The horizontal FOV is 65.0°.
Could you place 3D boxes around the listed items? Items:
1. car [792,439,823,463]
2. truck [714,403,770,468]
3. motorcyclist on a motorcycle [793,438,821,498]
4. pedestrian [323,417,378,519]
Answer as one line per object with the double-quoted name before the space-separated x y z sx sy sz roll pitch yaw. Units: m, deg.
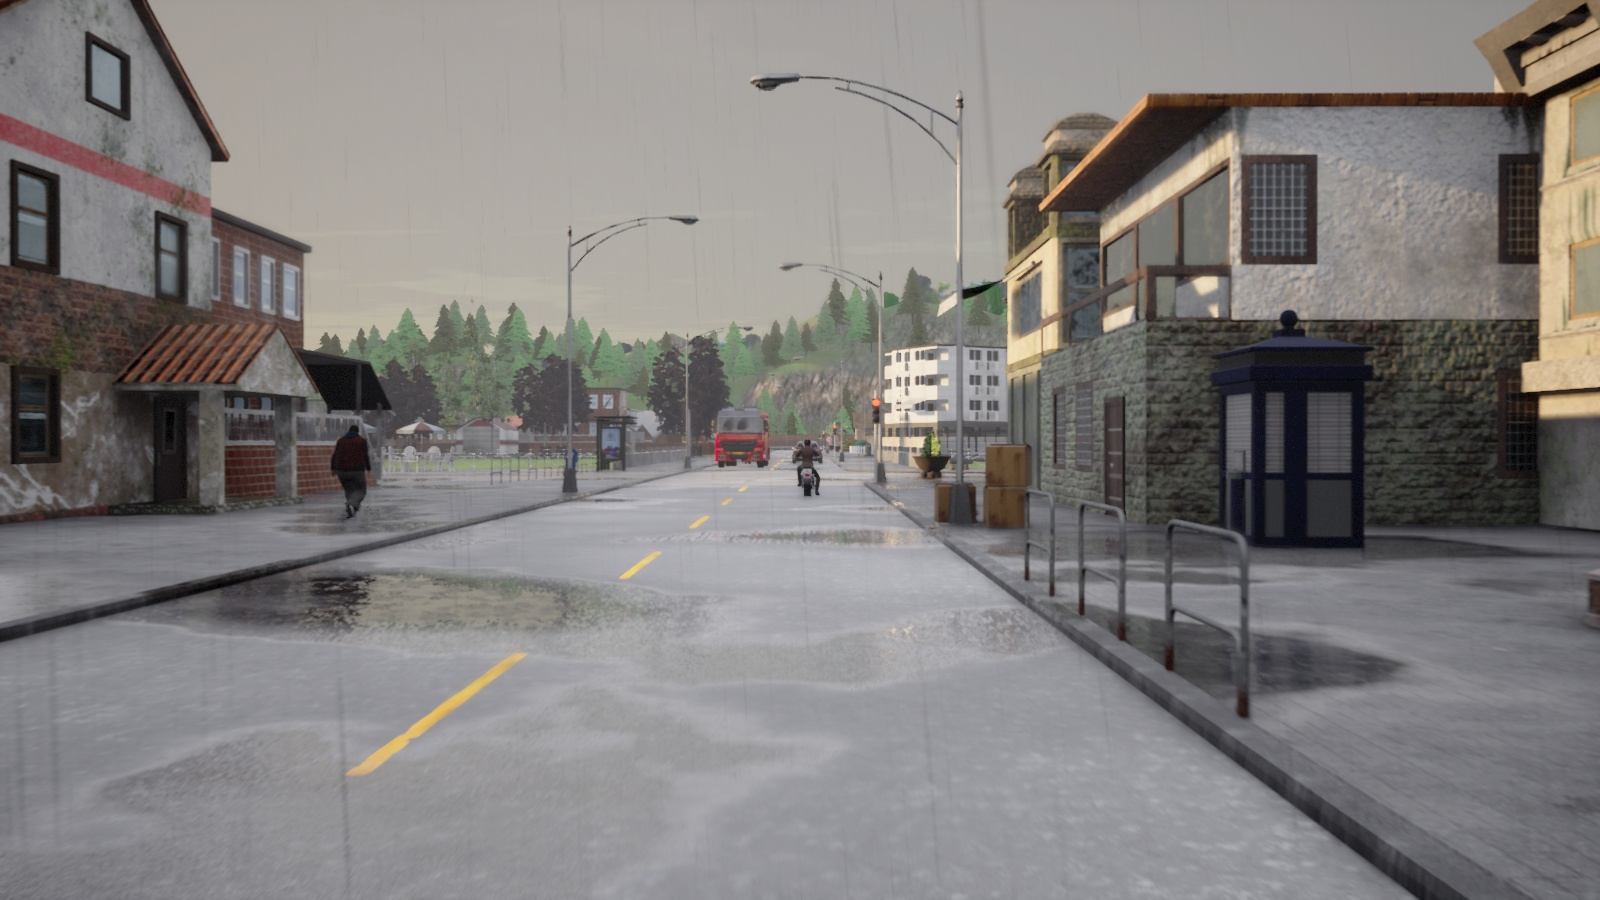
"car" 0.532 0.079 90.950 2.242 1.667 4.611 0 0 0
"truck" -3.503 -0.861 78.150 2.891 3.827 8.468 0 0 2
"motorcyclist on a motorcycle" 0.213 0.496 35.686 0.766 1.649 2.350 0 0 1
"pedestrian" -8.292 0.316 23.196 0.634 1.844 0.899 0 0 5
